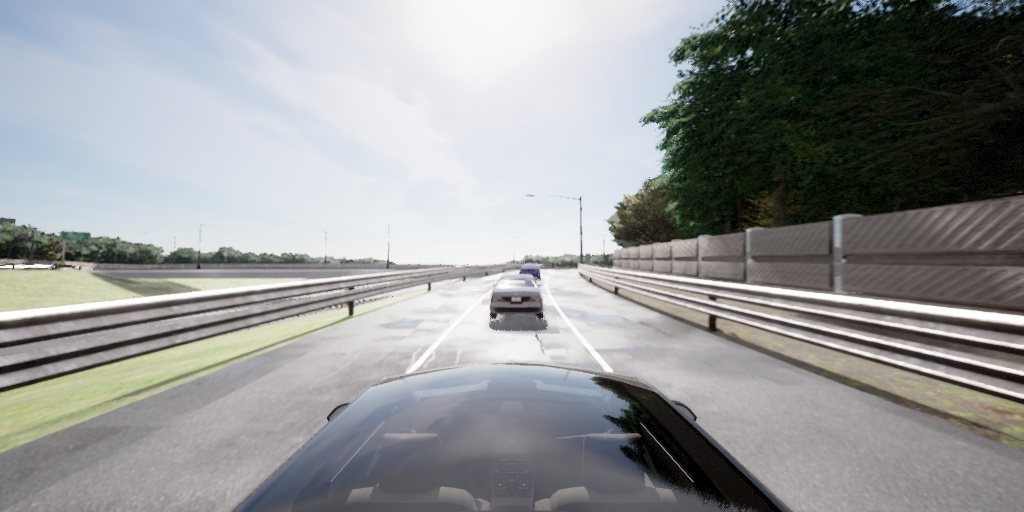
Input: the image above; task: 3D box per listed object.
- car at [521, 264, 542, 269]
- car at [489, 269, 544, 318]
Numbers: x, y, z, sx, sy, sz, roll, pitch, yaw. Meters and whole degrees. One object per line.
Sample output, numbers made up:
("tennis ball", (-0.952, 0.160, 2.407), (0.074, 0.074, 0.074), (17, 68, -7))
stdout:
("car", (1.883, 1.510, 35.780), (1.882, 1.535, 5.008), (0, 0, 7))
("car", (0.203, 1.398, 13.509), (2.033, 1.411, 5.357), (0, 0, 2))
